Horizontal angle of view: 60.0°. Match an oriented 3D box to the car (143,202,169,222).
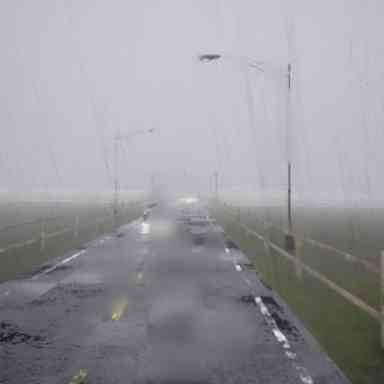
[{"bbox_3d":[-2.833,1.540,26.972,1.812,1.442,4.674,0,0,0],"label":"car"}]
